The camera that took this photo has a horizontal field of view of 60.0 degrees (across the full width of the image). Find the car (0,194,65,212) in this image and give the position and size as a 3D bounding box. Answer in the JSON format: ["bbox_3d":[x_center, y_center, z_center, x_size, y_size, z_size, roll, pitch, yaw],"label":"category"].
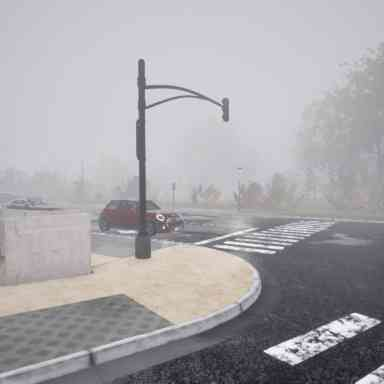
[{"bbox_3d":[-10.370,1.134,21.776,4.902,1.511,2.128,1,1,31],"label":"car"}]

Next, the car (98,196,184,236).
[{"bbox_3d":[-2.604,1.135,16.943,4.553,1.767,2.097,1,1,32],"label":"car"}]

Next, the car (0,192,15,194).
[{"bbox_3d":[-22.673,0.777,40.456,4.674,1.442,1.812,1,1,29],"label":"car"}]
